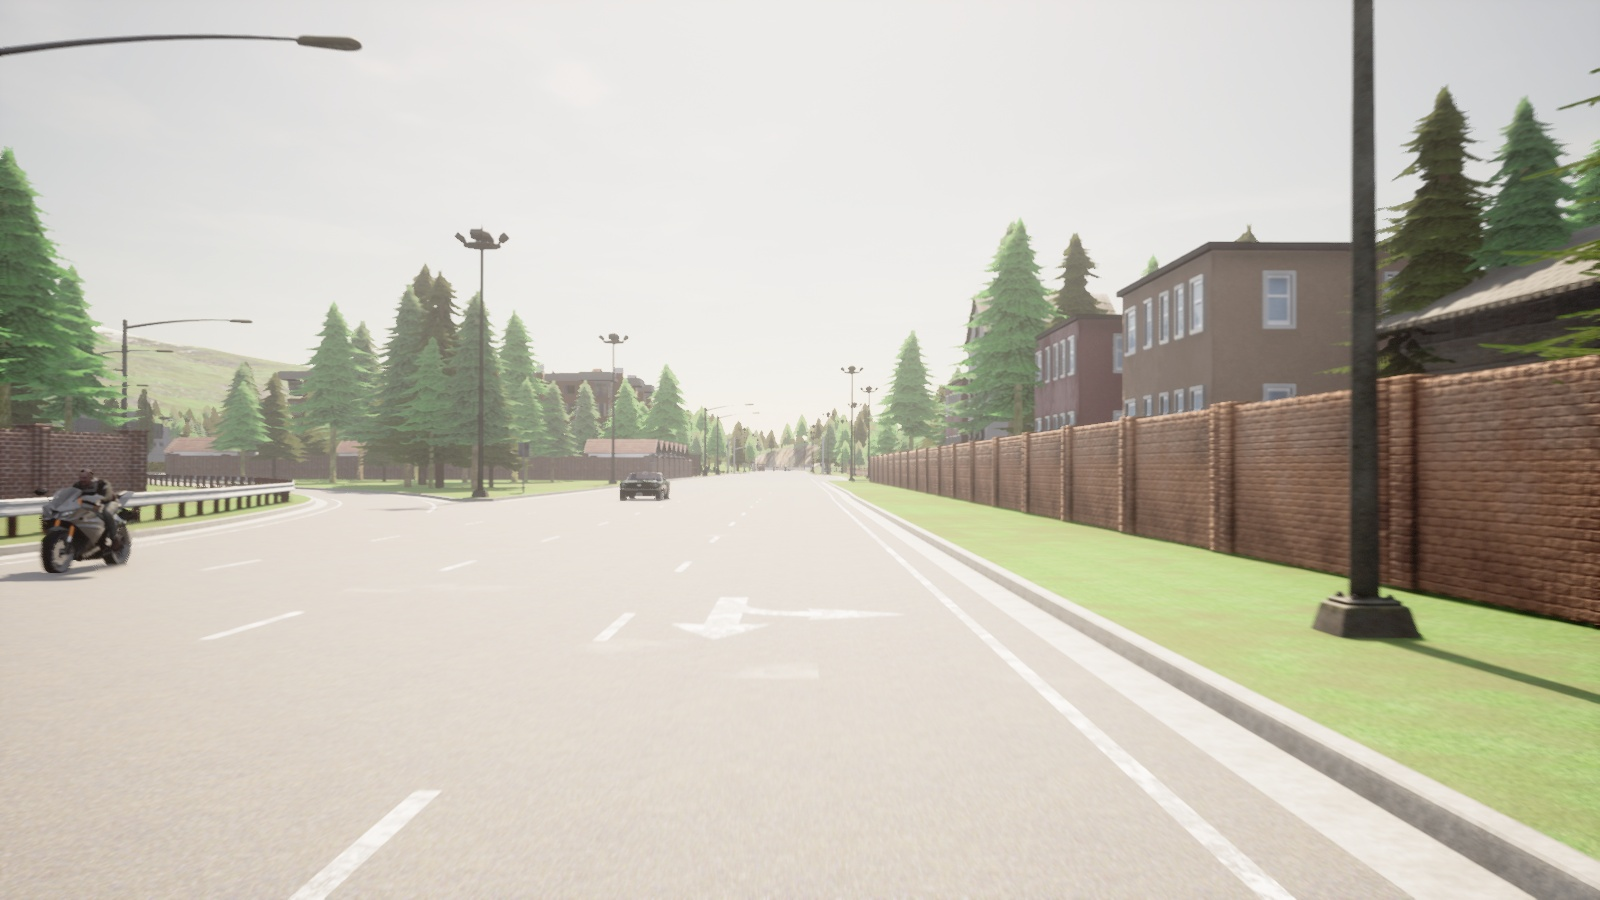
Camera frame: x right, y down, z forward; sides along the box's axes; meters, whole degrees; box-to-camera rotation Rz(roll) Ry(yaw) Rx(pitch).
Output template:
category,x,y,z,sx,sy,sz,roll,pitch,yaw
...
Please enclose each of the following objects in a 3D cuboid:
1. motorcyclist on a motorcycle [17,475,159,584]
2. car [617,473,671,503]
category,x,y,z,sx,sy,sz,roll,pitch,yaw
motorcyclist on a motorcycle,-10.544,1.138,18.706,0.866,1.530,2.191,0,-1,0
car,-7.143,1.719,58.045,1.895,1.301,4.718,0,-1,0
